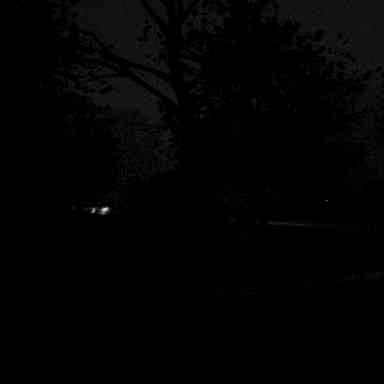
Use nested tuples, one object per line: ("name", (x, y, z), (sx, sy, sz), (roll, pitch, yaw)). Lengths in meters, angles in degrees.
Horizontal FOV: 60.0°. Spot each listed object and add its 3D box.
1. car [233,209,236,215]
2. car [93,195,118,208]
("car", (0.931, 1.431, 25.679), (4.718, 1.301, 1.895), (0, 0, 31))
("car", (-10.919, 1.185, 42.856), (1.837, 1.490, 4.892), (-1, -1, 12))
